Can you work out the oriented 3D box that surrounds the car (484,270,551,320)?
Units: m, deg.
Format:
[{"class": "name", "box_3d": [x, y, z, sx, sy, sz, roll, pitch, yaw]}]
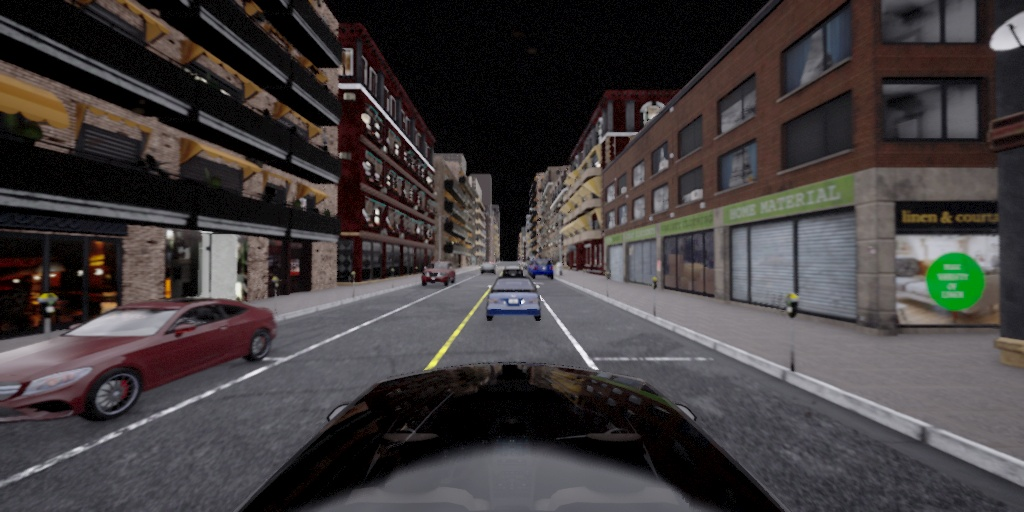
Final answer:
[{"class": "car", "box_3d": [0.060, 1.415, 13.205, 2.033, 1.411, 5.357, 0, -1, 0]}]

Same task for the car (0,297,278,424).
[{"class": "car", "box_3d": [-5.694, 1.374, 5.838, 1.802, 1.307, 4.207, 0, 0, 0]}]

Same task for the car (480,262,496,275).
[{"class": "car", "box_3d": [-3.105, 1.688, 47.175, 1.882, 1.535, 5.008, 0, 0, 0]}]

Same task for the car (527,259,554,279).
[{"class": "car", "box_3d": [3.095, 1.341, 37.417, 2.150, 2.045, 5.566, 0, -1, 0]}]

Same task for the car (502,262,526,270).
[{"class": "car", "box_3d": [0.079, 1.563, 34.765, 1.882, 1.535, 5.008, 0, -1, 0]}]

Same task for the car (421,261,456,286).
[{"class": "car", "box_3d": [-5.700, 1.336, 28.383, 2.192, 1.841, 5.009, 0, 0, 0]}]
